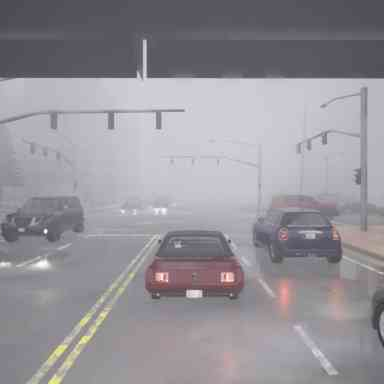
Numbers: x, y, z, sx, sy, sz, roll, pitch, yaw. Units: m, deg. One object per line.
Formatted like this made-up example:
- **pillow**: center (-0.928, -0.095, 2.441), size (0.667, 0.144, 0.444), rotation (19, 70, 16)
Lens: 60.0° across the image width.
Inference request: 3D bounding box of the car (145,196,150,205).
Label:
- **car**: center (-8.057, 1.477, 59.078), size (1.882, 1.535, 5.008), rotation (0, 0, 0)

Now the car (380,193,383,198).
- **car**: center (39.086, 1.153, 65.764), size (1.932, 1.855, 4.605), rotation (0, 0, 0)

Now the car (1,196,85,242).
- **car**: center (-7.129, 1.221, 16.636), size (2.150, 2.045, 5.566), rotation (0, 0, 0)

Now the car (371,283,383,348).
- **car**: center (3.600, 1.505, 3.062), size (1.837, 1.490, 4.892), rotation (0, 0, 0)

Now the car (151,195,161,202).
- **car**: center (-8.079, 1.524, 74.265), size (1.812, 1.442, 4.674), rotation (0, 0, 0)

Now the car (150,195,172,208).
- **car**: center (-4.513, 1.491, 49.585), size (2.128, 1.511, 4.902), rotation (0, 0, 0)

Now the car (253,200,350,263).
- **car**: center (3.580, 1.352, 12.150), size (2.097, 1.767, 4.553), rotation (0, 0, 0)

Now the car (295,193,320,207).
- **car**: center (16.642, 1.153, 48.193), size (1.932, 1.855, 4.605), rotation (0, 0, 0)

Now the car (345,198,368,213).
- **car**: center (16.667, 1.564, 33.962), size (4.181, 1.385, 1.994), rotation (0, 0, 1)

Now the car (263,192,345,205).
- **car**: center (8.906, 1.221, 26.906), size (5.566, 2.045, 2.150), rotation (0, 1, 7)

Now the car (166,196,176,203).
- **car**: center (-4.566, 1.595, 72.391), size (1.895, 1.301, 4.718), rotation (0, 0, 0)

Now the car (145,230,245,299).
- **car**: center (0.066, 1.601, 8.384), size (1.895, 1.301, 4.718), rotation (0, 0, 0)

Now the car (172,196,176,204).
- **car**: center (-4.557, 1.351, 59.621), size (2.097, 1.767, 4.553), rotation (0, 0, 0)

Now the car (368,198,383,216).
- **car**: center (19.253, 1.505, 30.430), size (4.892, 1.490, 1.837), rotation (0, 0, 1)

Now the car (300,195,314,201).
- **car**: center (27.911, 1.395, 80.742), size (1.970, 1.475, 3.806), rotation (0, 0, 0)

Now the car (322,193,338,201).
- **car**: center (33.489, 1.153, 80.809), size (1.932, 1.855, 4.605), rotation (0, 0, 0)

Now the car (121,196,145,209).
- **car**: center (-8.050, 1.352, 44.821), size (2.097, 1.767, 4.553), rotation (0, 0, 2)

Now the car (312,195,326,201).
- **car**: center (30.806, 1.364, 80.750), size (1.784, 1.438, 3.905), rotation (0, 0, 0)

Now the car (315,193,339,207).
- **car**: center (19.536, 1.156, 48.148), size (1.905, 1.878, 3.866), rotation (0, 0, 0)
